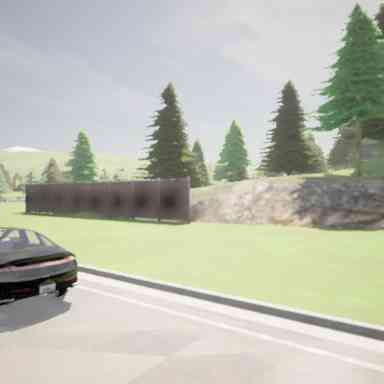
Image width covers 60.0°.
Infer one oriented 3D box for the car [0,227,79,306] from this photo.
[{"bbox_3d":[-4.554,1.540,7.437,4.902,1.511,2.128,0,0,36],"label":"car"}]
